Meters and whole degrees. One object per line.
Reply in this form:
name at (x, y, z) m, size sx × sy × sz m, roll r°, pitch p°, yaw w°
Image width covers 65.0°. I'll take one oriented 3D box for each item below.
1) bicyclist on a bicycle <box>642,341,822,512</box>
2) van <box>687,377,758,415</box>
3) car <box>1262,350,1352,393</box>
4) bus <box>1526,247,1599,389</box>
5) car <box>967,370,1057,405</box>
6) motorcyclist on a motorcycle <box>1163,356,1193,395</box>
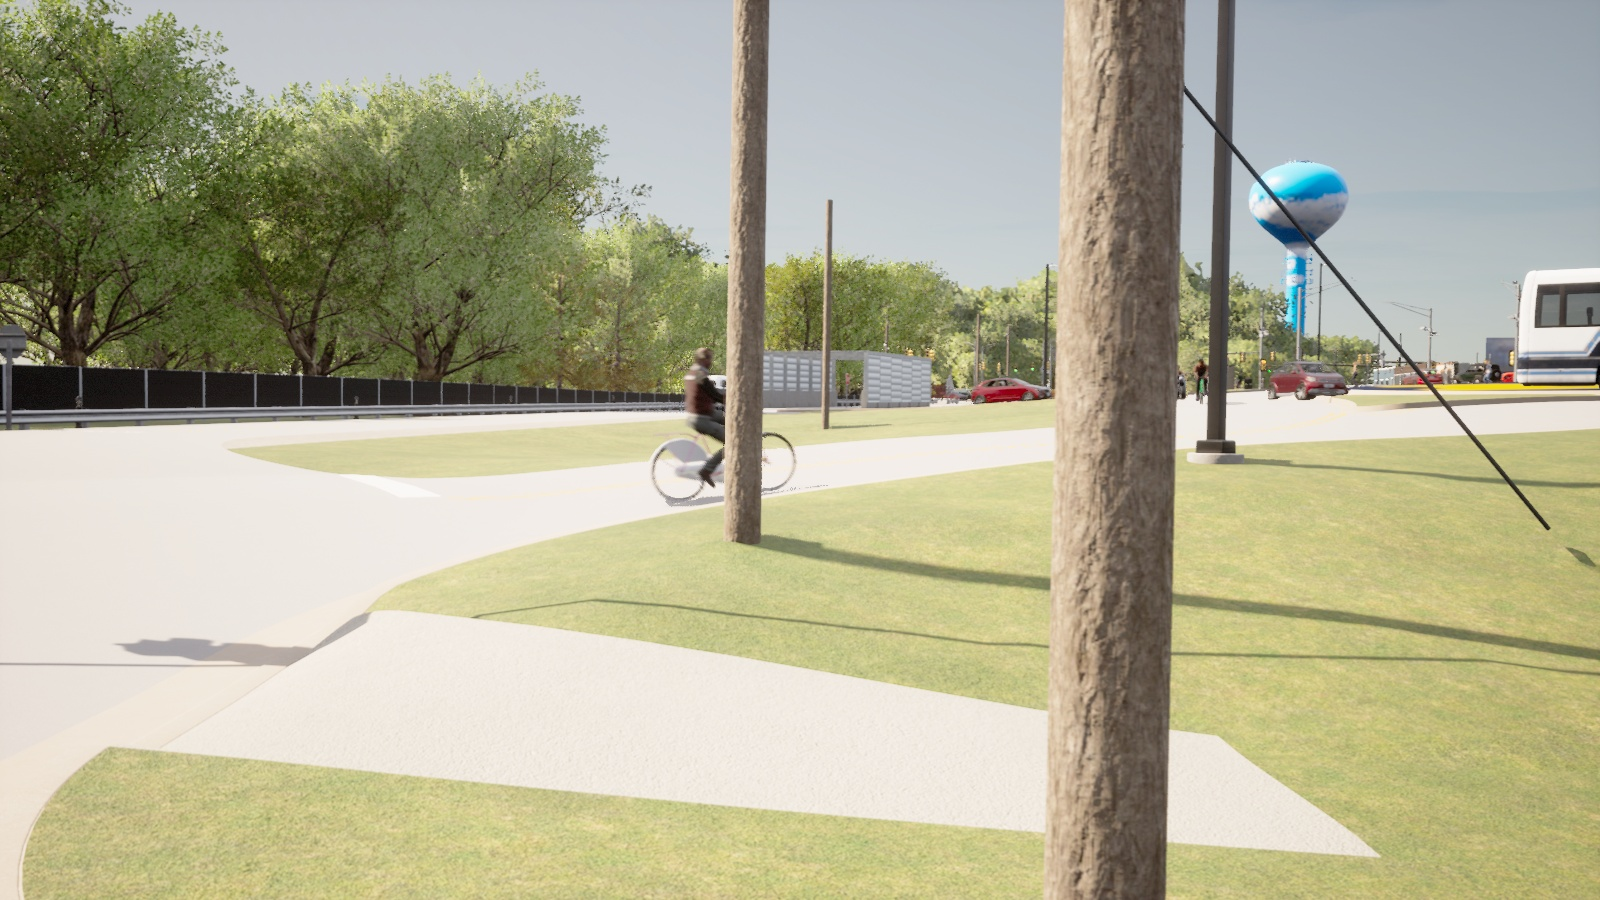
bicyclist on a bicycle at (-0.785, -0.309, 14.673) m, size 1.843 × 1.776 × 0.659 m, roll -7°, pitch 5°, yaw -26°
van at (-4.246, -2.980, 69.348) m, size 2.069 × 2.038 × 4.480 m, roll 0°, pitch 2°, yaw 24°
car at (19.568, -2.991, 48.586) m, size 1.789 × 1.549 × 3.705 m, roll 0°, pitch 2°, yaw -4°
bus at (28.480, -4.147, 38.798) m, size 10.273 × 4.253 × 3.944 m, roll 1°, pitch 1°, yaw 33°
car at (11.194, -3.286, 66.396) m, size 4.193 × 1.474 × 1.816 m, roll -3°, pitch 1°, yaw 34°
motorcyclist on a motorcycle at (16.722, -3.277, 55.613) m, size 0.766 × 1.649 × 2.350 m, roll -1°, pitch 2°, yaw 4°
